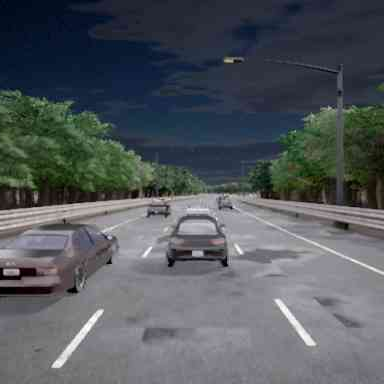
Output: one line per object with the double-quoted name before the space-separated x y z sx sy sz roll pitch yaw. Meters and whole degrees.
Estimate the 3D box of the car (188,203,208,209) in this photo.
"car" 0.536 1.639 29.368 1.895 1.301 4.718 0 0 2

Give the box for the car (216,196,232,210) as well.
"car" 4.557 1.659 45.902 2.033 1.411 5.357 0 0 3

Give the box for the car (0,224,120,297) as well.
"car" -3.355 1.549 8.742 2.033 1.411 5.357 0 0 0

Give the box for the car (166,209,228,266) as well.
"car" 0.190 1.530 11.437 1.812 1.442 4.674 0 0 1

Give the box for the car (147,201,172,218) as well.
"car" -2.923 1.533 30.624 2.128 1.511 4.902 0 0 2
